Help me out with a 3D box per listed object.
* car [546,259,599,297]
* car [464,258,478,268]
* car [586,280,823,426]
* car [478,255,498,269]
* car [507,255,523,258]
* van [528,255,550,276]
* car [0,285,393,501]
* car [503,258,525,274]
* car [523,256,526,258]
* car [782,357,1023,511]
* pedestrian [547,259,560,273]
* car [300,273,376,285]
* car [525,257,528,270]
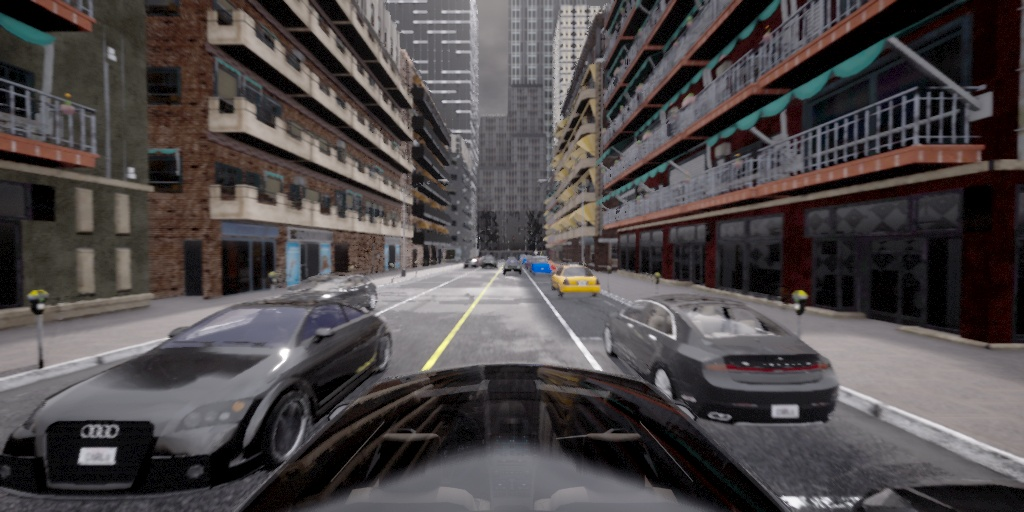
[{"bbox_3d":[3.007,1.105,17.907,1.801,1.575,5.366,0,0,0],"label":"car"},{"bbox_3d":[-5.676,1.014,50.555,1.948,1.339,4.313,0,0,0],"label":"car"},{"bbox_3d":[2.692,1.276,5.709,2.007,1.370,4.403,0,0,0],"label":"car"},{"bbox_3d":[-3.040,0.812,48.748,2.097,1.767,4.553,0,0,1],"label":"car"},{"bbox_3d":[0.042,0.802,50.221,2.097,1.767,4.553,0,0,0],"label":"car"},{"bbox_3d":[2.700,0.892,33.718,1.690,1.789,3.998,0,0,0],"label":"van"},{"bbox_3d":[-3.096,1.295,4.671,1.994,1.385,4.181,0,0,0],"label":"car"},{"bbox_3d":[0.067,1.135,36.574,1.895,1.301,4.718,0,0,0],"label":"car"},{"bbox_3d":[2.704,1.028,44.922,1.888,1.381,4.507,0,0,0],"label":"car"},{"bbox_3d":[2.691,1.326,0.107,1.948,1.339,4.313,0,0,0],"label":"car"},{"bbox_3d":[2.554,1.006,20.873,0.375,1.860,0.375,-23,2,-3],"label":"pedestrian"},{"bbox_3d":[-5.687,1.240,11.342,2.007,1.370,4.403,0,0,0],"label":"car"},{"bbox_3d":[2.703,1.068,39.320,2.007,1.370,4.403,0,0,0],"label":"car"}]
